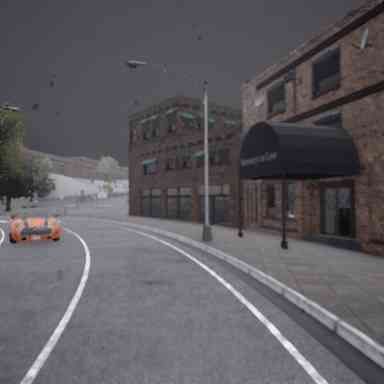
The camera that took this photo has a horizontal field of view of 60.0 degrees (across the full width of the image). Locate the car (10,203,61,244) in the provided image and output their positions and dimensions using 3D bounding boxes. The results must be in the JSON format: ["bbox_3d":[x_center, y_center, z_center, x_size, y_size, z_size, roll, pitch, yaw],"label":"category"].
[{"bbox_3d":[-7.891,1.479,16.742,2.097,1.767,4.553,0,0,-27],"label":"car"}]
